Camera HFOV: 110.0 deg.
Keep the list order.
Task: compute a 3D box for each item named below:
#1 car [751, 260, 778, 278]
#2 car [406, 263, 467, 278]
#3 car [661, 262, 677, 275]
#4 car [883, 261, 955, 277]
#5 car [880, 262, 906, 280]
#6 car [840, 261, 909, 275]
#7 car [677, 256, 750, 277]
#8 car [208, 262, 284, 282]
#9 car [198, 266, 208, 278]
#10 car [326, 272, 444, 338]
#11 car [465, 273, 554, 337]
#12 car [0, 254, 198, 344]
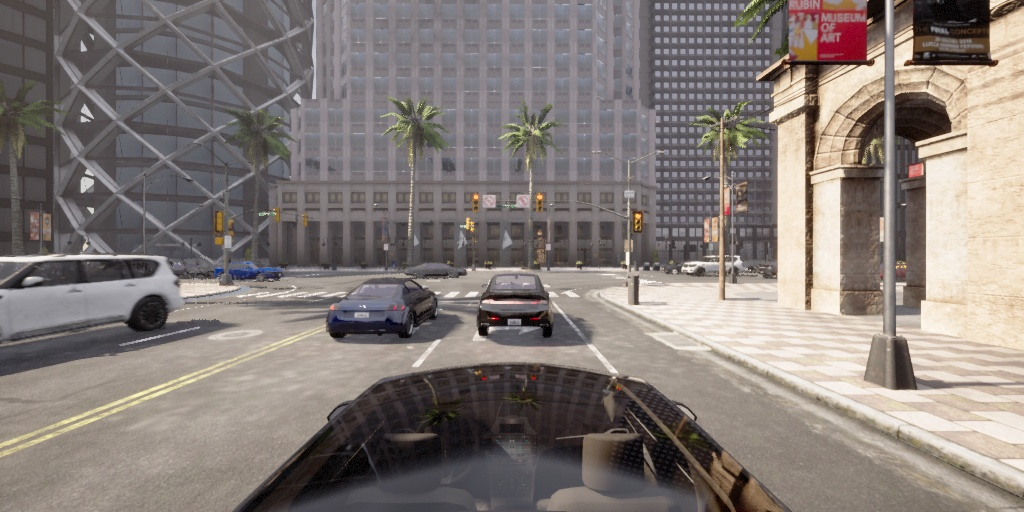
[{"bbox_3d":[24.778,1.241,32.029,4.902,1.511,2.128,0,0,0],"label":"car"},{"bbox_3d":[-6.751,1.294,32.141,5.357,1.411,2.033,0,0,0],"label":"car"},{"bbox_3d":[18.872,1.255,39.250,4.892,1.490,1.837,0,0,0],"label":"car"},{"bbox_3d":[40.427,1.227,35.655,5.008,1.535,1.882,0,0,0],"label":"car"},{"bbox_3d":[30.420,1.314,28.509,4.181,1.385,1.994,0,0,0],"label":"car"},{"bbox_3d":[39.484,1.297,39.156,5.357,1.411,2.033,0,0,1],"label":"car"},{"bbox_3d":[19.991,0.972,35.747,5.566,2.045,2.150,0,0,0],"label":"car"},{"bbox_3d":[-20.642,1.227,28.283,5.008,1.535,1.882,0,0,6],"label":"car"},{"bbox_3d":[-29.439,1.297,31.991,5.357,1.411,2.033,0,0,-3],"label":"car"},{"bbox_3d":[-3.415,1.314,10.183,1.994,1.385,4.181,0,0,0],"label":"car"},{"bbox_3d":[0.121,1.242,10.313,2.128,1.511,4.902,0,0,2],"label":"car"},{"bbox_3d":[-10.542,0.971,7.919,2.150,2.045,5.566,0,0,1],"label":"car"}]
